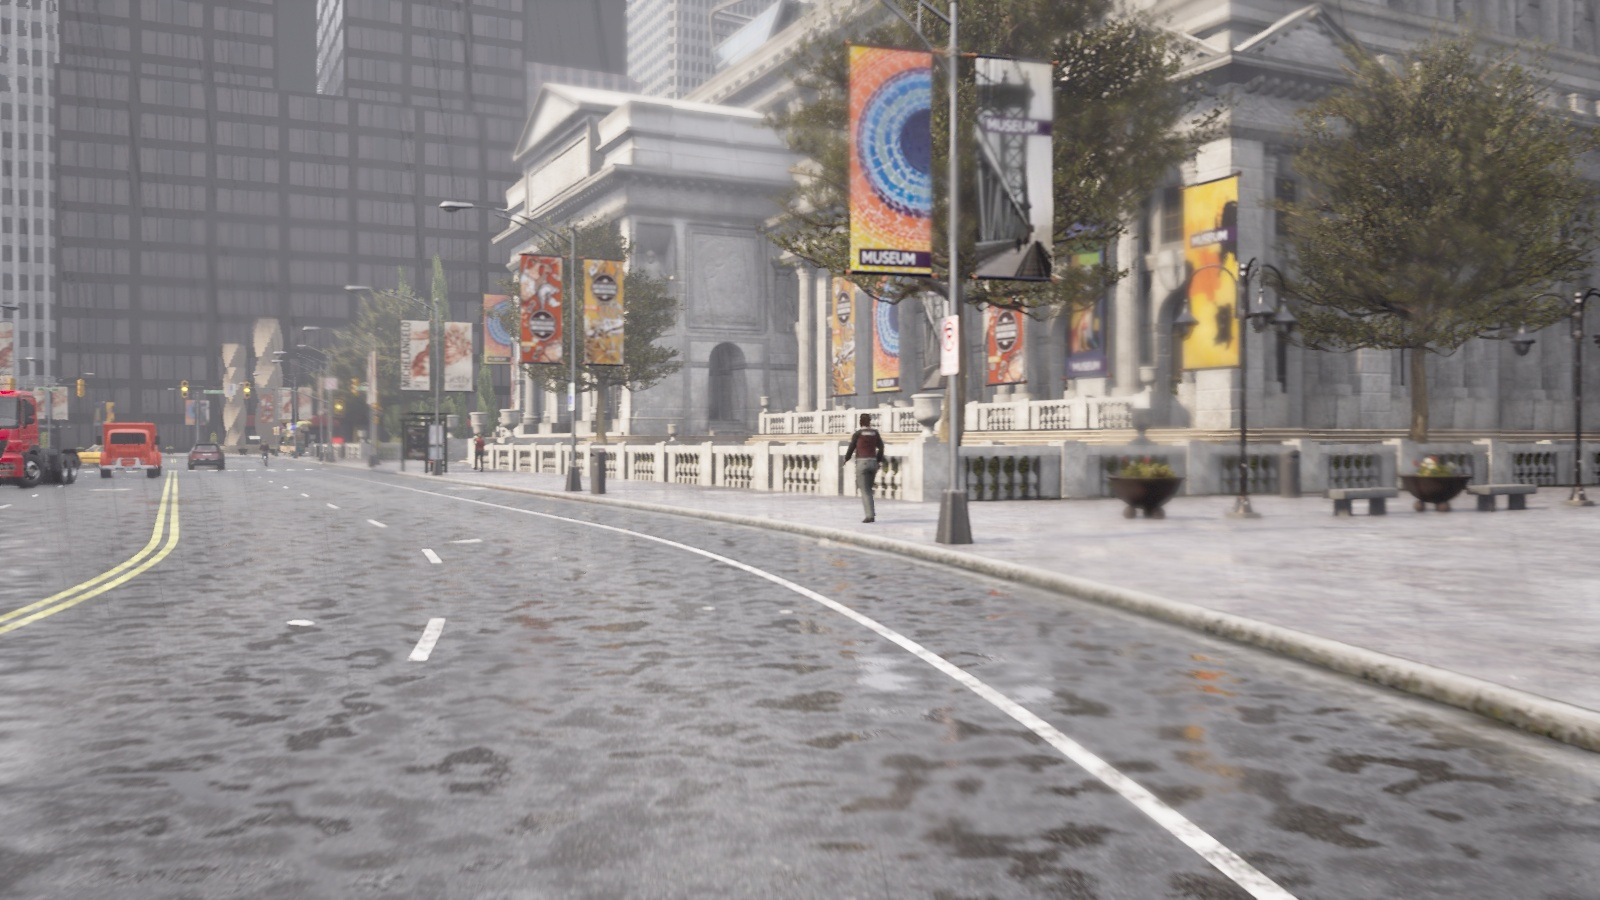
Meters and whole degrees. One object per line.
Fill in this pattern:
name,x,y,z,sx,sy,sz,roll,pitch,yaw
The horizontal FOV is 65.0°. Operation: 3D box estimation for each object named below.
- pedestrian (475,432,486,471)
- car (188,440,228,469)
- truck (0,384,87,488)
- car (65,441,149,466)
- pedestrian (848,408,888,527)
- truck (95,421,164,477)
pedestrian,-14.951,0.073,58.743,0.331,1.846,0.636,0,0,-33
car,-35.110,0.258,74.443,2.033,1.649,4.856,0,0,-26
truck,-28.633,-0.492,45.648,2.891,3.462,7.936,0,0,-16
car,-45.188,0.225,81.861,5.366,1.575,1.801,0,0,22
pedestrian,1.125,0.286,20.832,0.402,1.930,0.666,0,0,-24
truck,-30.855,-0.073,57.961,2.627,2.467,5.204,0,1,-26
